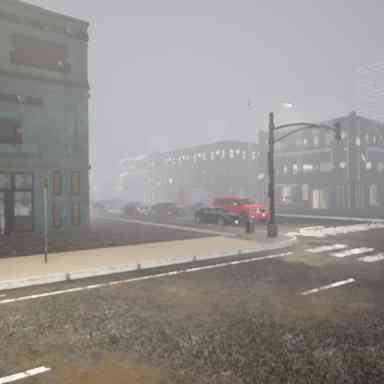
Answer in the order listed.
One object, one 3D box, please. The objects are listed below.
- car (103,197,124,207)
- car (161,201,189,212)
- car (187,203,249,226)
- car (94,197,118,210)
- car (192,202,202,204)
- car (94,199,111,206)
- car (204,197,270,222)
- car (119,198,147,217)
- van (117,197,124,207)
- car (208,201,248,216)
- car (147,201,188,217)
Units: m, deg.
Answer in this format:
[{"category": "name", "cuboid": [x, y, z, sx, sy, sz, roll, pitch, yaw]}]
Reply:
[{"category": "car", "cuboid": [-15.254, 1.911, 64.221, 2.192, 1.841, 5.009, -2, 0, -35]}, {"category": "car", "cuboid": [-2.421, 1.938, 46.174, 1.802, 1.307, 4.206, -2, 0, -35]}, {"category": "car", "cuboid": [1.895, 1.796, 25.425, 1.947, 1.339, 4.313, -2, 0, -35]}, {"category": "car", "cuboid": [-14.069, 2.045, 52.717, 2.128, 1.511, 4.902, -1, 0, -35]}, {"category": "car", "cuboid": [0.785, 1.875, 41.663, 1.802, 1.307, 4.206, -2, 0, -35]}, {"category": "car", "cuboid": [-18.454, 2.199, 68.733, 1.887, 1.381, 4.507, -2, 0, -35]}, {"category": "car", "cuboid": [3.813, 1.427, 27.414, 2.150, 2.045, 5.566, -1, 0, -35]}, {"category": "car", "cuboid": [-6.048, 1.828, 36.806, 1.967, 1.590, 4.097, -2, 0, -35]}, {"category": "van", "cuboid": [-12.046, 1.879, 59.709, 1.690, 1.788, 3.998, -2, 0, -35]}, {"category": "car", "cuboid": [3.991, 1.781, 37.151, 2.008, 1.369, 4.403, -2, 0, -35]}, {"category": "car", "cuboid": [-2.622, 1.810, 36.475, 1.882, 1.535, 5.008, -1, 0, -35]}]
